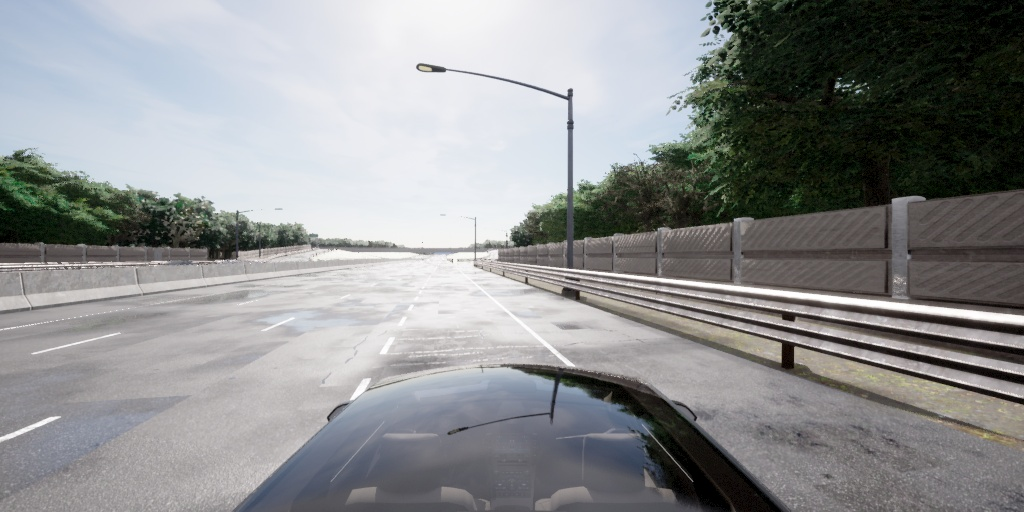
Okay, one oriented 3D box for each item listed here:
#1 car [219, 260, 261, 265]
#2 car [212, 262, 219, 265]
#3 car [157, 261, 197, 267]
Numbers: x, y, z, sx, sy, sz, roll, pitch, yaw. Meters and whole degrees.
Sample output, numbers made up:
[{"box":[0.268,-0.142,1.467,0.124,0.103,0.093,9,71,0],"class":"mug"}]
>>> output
[{"box":[-28.321,1.270,38.331,2.128,1.511,4.902,0,0,-11],"class":"car"},{"box":[-36.983,1.283,46.494,2.128,1.511,4.902,0,0,-10],"class":"car"},{"box":[-39.848,1.293,42.774,1.837,1.490,4.892,0,-1,-11],"class":"car"}]
